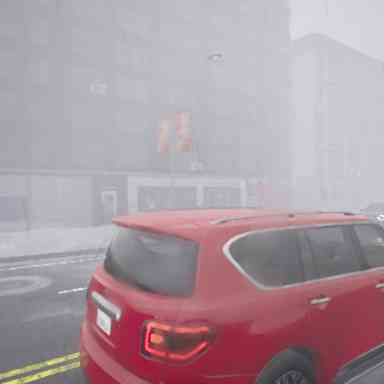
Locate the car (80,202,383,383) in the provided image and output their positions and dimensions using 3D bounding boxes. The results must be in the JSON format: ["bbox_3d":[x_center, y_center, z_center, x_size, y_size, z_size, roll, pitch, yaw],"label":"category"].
[{"bbox_3d":[1.418,1.230,4.454,5.566,2.045,2.150,0,0,-35],"label":"car"}]

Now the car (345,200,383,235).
[{"bbox_3d":[11.314,1.402,19.729,4.553,1.767,2.097,0,0,-35],"label":"car"}]
